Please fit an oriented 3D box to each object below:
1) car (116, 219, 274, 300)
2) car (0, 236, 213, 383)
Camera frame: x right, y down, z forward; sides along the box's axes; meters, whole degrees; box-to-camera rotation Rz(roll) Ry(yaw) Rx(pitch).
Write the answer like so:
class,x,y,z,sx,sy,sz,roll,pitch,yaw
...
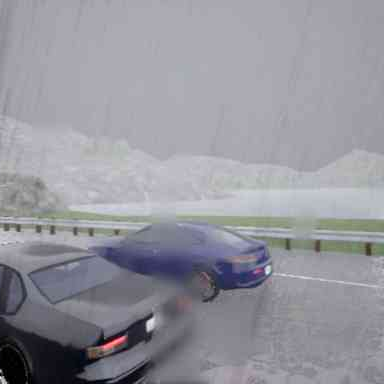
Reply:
class,x,y,z,sx,sy,sz,roll,pitch,yaw
car,-0.510,1.367,7.673,4.674,1.442,1.812,0,1,29
car,-2.601,1.481,4.864,5.357,1.411,2.033,0,1,29
